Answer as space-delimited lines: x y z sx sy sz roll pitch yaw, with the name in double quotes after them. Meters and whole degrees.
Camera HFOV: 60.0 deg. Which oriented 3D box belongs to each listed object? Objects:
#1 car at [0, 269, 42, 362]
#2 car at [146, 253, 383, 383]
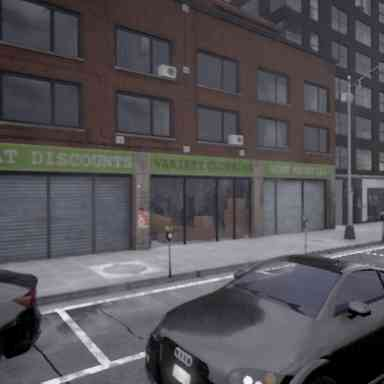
-4.005 1.561 3.688 4.313 1.339 1.947 0 -1 -35 "car"
1.525 1.577 4.331 4.181 1.385 1.994 0 0 -35 "car"
